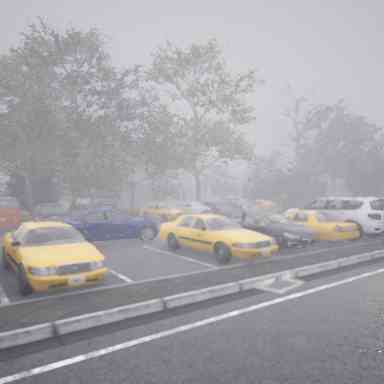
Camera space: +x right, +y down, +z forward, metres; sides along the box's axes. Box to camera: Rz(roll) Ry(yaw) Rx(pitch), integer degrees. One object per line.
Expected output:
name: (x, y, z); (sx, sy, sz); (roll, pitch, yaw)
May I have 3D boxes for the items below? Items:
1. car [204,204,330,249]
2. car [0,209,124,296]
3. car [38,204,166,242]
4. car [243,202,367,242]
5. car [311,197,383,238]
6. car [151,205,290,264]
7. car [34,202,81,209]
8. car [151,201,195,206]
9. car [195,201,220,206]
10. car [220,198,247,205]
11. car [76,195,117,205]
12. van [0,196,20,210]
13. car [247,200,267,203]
car: (2.874, 1.504, 14.085); (2.231, 1.521, 4.892); (0, 0, -35)
car: (-3.917, 1.484, 9.055); (1.946, 1.575, 5.366); (0, 0, -35)
car: (-3.848, 1.487, 14.765); (5.008, 1.535, 1.882); (0, 0, -35)
car: (5.038, 1.506, 15.833); (1.946, 1.575, 5.366); (0, 0, -35)
car: (7.397, 1.264, 17.307); (2.435, 2.045, 5.566); (0, 0, -35)
car: (0.717, 1.494, 12.327); (1.946, 1.575, 5.366); (0, 0, -35)
car: (-9.155, 1.516, 21.560); (2.163, 1.488, 4.792); (0, 0, -35)
car: (-2.278, 1.501, 26.225); (1.946, 1.575, 5.366); (0, 0, -35)
car: (-0.120, 1.550, 27.972); (2.002, 1.452, 4.674); (0, 0, -35)
car: (2.158, 1.546, 29.549); (2.163, 1.488, 4.792); (0, 0, -35)
car: (-6.926, 1.241, 23.204); (2.435, 2.045, 5.566); (0, 0, -35)
van: (-11.603, 1.256, 20.009); (1.878, 1.987, 4.442); (0, 0, -35)
car: (4.284, 1.397, 31.124); (2.185, 1.767, 4.553); (0, 0, -35)
